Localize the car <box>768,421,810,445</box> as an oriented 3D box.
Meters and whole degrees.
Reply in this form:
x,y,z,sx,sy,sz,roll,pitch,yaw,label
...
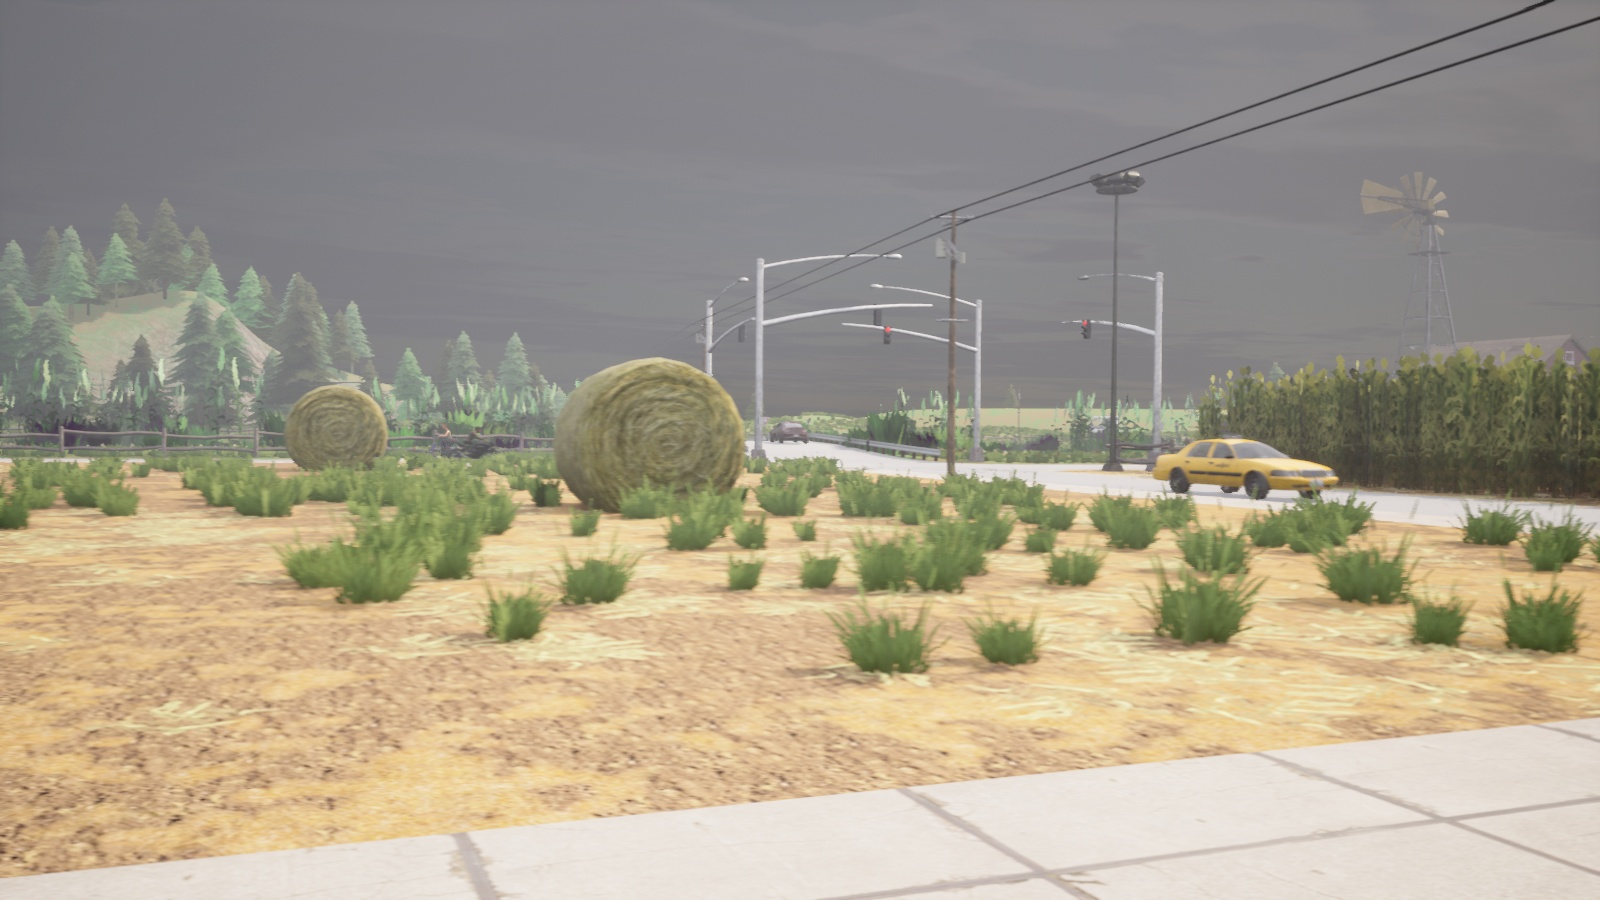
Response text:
x,y,z,sx,sy,sz,roll,pitch,yaw,label
-0.744,-1.154,82.618,1.812,1.442,4.674,-1,2,-13,car

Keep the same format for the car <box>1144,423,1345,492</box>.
x,y,z,sx,sy,sz,roll,pitch,yaw,label
11.066,0.127,31.762,1.801,1.575,5.366,-1,1,-20,car

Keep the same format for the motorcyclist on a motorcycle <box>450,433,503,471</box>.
x,y,z,sx,sy,sz,roll,pitch,yaw,label
-13.184,0.082,51.176,2.044,1.523,0.797,-1,1,-17,motorcyclist on a motorcycle
